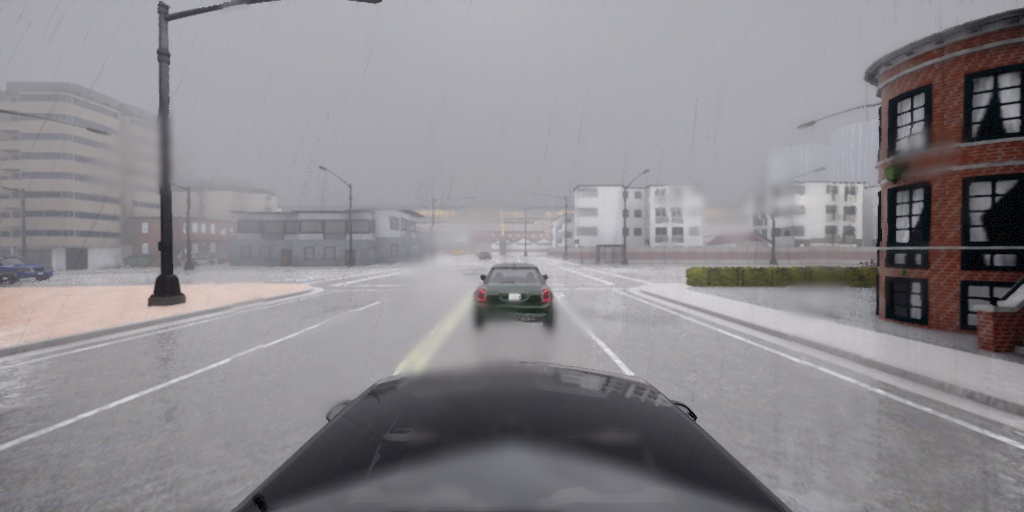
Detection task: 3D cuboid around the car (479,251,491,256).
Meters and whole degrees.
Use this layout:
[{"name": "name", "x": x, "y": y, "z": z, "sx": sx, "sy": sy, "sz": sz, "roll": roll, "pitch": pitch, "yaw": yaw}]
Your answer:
[{"name": "car", "x": -4.584, "y": -0.039, "z": 61.128, "sx": 1.882, "sy": 1.535, "sz": 5.008, "roll": 0, "pitch": 2, "yaw": -11}]

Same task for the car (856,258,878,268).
[{"name": "car", "x": 37.250, "y": 0.787, "z": 35.695, "sx": 4.674, "sy": 1.442, "sz": 1.812, "roll": 0, "pitch": 1, "yaw": 7}]

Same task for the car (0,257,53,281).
[{"name": "car", "x": -40.435, "y": 1.115, "z": 28.581, "sx": 5.566, "sy": 2.045, "sz": 2.150, "roll": -1, "pitch": 1, "yaw": -1}]

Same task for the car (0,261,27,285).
[{"name": "car", "x": -38.059, "y": 1.369, "z": 25.140, "sx": 5.008, "sy": 1.535, "sz": 1.882, "roll": -1, "pitch": 1, "yaw": -1}]

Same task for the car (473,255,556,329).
[{"name": "car", "x": 0.073, "y": 0.973, "z": 10.844, "sx": 2.097, "sy": 1.767, "sz": 4.553, "roll": 0, "pitch": 1, "yaw": 0}]
